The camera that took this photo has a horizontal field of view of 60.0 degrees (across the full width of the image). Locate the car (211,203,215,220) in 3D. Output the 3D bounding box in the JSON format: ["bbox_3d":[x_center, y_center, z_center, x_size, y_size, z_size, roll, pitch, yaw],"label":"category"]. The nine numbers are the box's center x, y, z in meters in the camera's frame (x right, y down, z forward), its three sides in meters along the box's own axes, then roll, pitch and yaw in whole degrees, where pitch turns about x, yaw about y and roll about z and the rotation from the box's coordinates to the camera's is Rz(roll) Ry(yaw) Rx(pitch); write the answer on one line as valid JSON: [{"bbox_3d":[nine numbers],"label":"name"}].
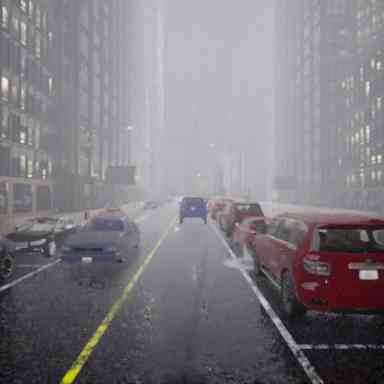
[{"bbox_3d":[2.693,1.701,24.076,1.947,1.339,4.313,0,0,0],"label":"car"}]

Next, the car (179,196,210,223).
[{"bbox_3d":[0.098,1.373,27.387,2.150,2.045,5.566,0,-1,0],"label":"car"}]

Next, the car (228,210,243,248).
[{"bbox_3d":[2.693,1.618,12.996,1.887,1.381,4.507,0,0,0],"label":"car"}]

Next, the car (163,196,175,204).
[{"bbox_3d":[-5.690,1.723,73.929,2.192,1.841,5.009,0,0,0],"label":"car"}]

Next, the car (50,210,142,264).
[{"bbox_3d":[-3.087,1.618,12.459,2.033,1.411,5.357,0,0,0],"label":"car"}]

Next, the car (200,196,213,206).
[{"bbox_3d":[2.692,1.663,62.851,2.192,1.841,5.009,0,0,0],"label":"car"}]

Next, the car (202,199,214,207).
[{"bbox_3d":[2.691,1.884,57.311,1.947,1.339,4.313,0,0,0],"label":"car"}]

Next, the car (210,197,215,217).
[{"bbox_3d":[2.694,1.481,29.616,2.192,1.841,5.009,0,0,0],"label":"car"}]

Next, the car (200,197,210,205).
[{"bbox_3d":[2.690,1.818,68.390,1.967,1.590,4.097,0,0,0],"label":"car"}]

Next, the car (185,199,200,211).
[{"bbox_3d":[0.097,1.731,45.504,1.882,1.535,5.008,0,0,0],"label":"car"}]

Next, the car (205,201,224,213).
[{"bbox_3d":[2.692,1.777,40.693,2.008,1.369,4.403,0,0,0],"label":"car"}]

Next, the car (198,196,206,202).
[{"bbox_3d":[2.689,1.938,90.547,1.967,1.590,4.097,0,0,0],"label":"car"}]

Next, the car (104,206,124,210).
[{"bbox_3d":[-5.688,1.717,24.074,1.802,1.307,4.206,0,0,0],"label":"car"}]

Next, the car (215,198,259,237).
[{"bbox_3d":[2.694,1.420,18.538,2.192,1.841,5.009,0,0,0],"label":"car"}]

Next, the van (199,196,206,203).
[{"bbox_3d":[2.690,1.809,85.008,1.690,1.788,3.998,0,0,0],"label":"van"}]

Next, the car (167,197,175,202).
[{"bbox_3d":[-5.692,2.042,90.545,1.887,1.381,4.507,0,0,0],"label":"car"}]

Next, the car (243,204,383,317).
[{"bbox_3d":[2.694,1.358,7.459,2.192,1.841,5.009,0,0,0],"label":"car"}]

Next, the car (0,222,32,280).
[{"bbox_3d":[-5.687,1.609,7.456,1.947,1.339,4.313,0,0,0],"label":"car"}]

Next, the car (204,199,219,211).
[{"bbox_3d":[2.692,1.783,46.402,1.752,1.417,4.829,0,0,0],"label":"car"}]

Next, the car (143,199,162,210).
[{"bbox_3d":[-5.689,1.839,46.231,1.802,1.307,4.206,0,0,0],"label":"car"}]

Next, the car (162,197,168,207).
[{"bbox_3d":[-5.689,1.900,57.310,1.802,1.307,4.206,0,0,0],"label":"car"}]

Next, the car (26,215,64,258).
[{"bbox_3d":[-5.687,1.624,12.995,2.008,1.369,4.403,0,0,0],"label":"car"}]
